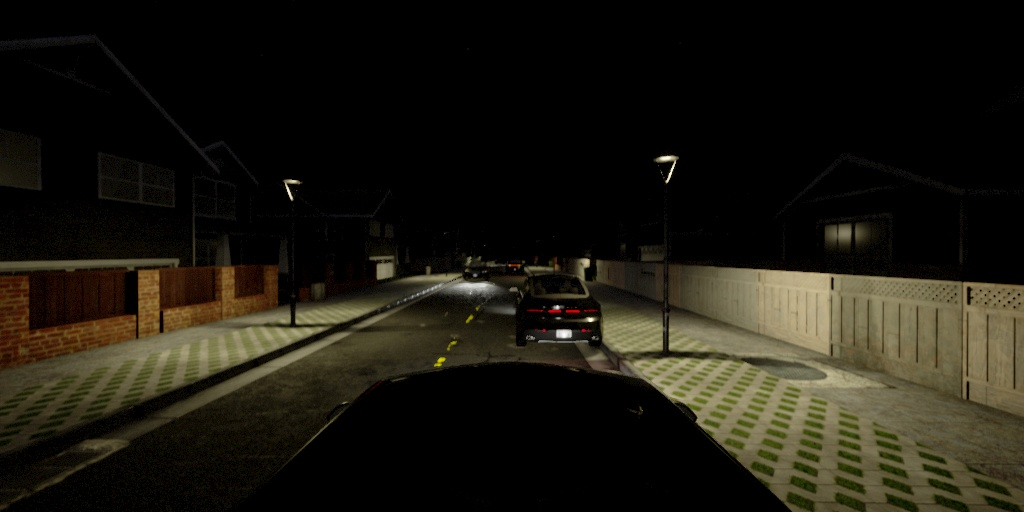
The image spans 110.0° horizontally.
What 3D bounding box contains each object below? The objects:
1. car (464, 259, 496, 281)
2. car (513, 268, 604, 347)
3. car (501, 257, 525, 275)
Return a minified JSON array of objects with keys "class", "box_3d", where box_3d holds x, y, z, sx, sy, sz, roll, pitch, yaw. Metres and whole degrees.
[{"class":"car","box_3d":[-2.673,1.143,28.723,2.128,1.511,4.902,0,0,0]},{"class":"car","box_3d":[1.010,1.231,9.264,1.837,1.490,4.892,0,0,0]},{"class":"car","box_3d":[0.307,1.108,37.177,2.128,1.511,4.902,0,0,1]}]
